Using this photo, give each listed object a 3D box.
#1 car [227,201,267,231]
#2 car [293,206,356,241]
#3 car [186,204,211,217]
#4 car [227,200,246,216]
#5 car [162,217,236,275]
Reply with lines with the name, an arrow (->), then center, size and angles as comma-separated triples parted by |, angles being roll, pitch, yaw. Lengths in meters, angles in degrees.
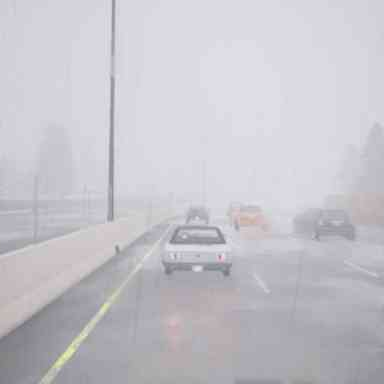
car -> 3.853, 1.653, 23.355 | 2.097, 1.767, 4.553 | 1, -1, 1
car -> 7.273, 1.637, 18.746 | 2.097, 1.767, 4.553 | 1, -1, 1
car -> 0.542, 1.828, 28.518 | 1.837, 1.490, 4.892 | 0, -1, 3
car -> 5.393, 1.852, 39.934 | 2.097, 1.767, 4.553 | 1, -1, 9
car -> 0.178, 1.725, 10.858 | 1.895, 1.301, 4.718 | 1, -1, 1
